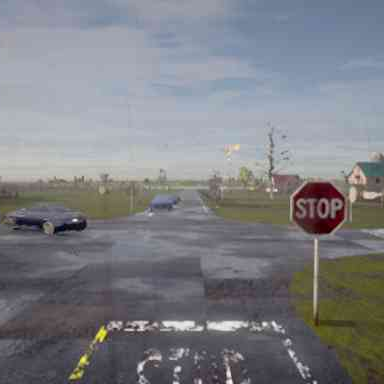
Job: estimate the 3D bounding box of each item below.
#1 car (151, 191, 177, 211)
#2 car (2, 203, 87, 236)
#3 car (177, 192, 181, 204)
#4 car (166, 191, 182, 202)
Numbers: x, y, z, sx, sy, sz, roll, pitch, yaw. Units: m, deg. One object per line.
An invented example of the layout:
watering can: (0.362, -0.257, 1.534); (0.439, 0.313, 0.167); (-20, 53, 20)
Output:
car: (-2.808, 0.980, 32.140); (1.882, 1.535, 5.008); (0, 1, 0)
car: (-7.211, 1.221, 16.236); (4.181, 1.385, 1.994); (2, 2, 27)
car: (-2.813, 0.914, 42.074); (1.994, 1.385, 4.181); (0, 1, 0)
car: (-2.800, 0.679, 52.511); (2.128, 1.511, 4.902); (0, 1, 0)
